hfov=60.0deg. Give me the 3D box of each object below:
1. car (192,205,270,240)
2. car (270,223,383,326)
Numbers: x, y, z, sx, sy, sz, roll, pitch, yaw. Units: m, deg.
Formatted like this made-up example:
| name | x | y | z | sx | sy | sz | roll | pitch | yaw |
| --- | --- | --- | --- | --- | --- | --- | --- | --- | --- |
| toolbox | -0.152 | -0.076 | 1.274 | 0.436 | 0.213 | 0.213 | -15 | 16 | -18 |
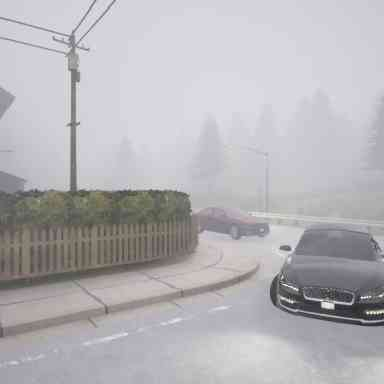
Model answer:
| name | x | y | z | sx | sy | sz | roll | pitch | yaw |
| --- | --- | --- | --- | --- | --- | --- | --- | --- | --- |
| car | 1.882 | 1.478 | 17.452 | 1.882 | 1.535 | 5.008 | 0 | 0 | -33 |
| car | 3.182 | 1.505 | 7.316 | 1.837 | 1.490 | 4.892 | 0 | 0 | 27 |
